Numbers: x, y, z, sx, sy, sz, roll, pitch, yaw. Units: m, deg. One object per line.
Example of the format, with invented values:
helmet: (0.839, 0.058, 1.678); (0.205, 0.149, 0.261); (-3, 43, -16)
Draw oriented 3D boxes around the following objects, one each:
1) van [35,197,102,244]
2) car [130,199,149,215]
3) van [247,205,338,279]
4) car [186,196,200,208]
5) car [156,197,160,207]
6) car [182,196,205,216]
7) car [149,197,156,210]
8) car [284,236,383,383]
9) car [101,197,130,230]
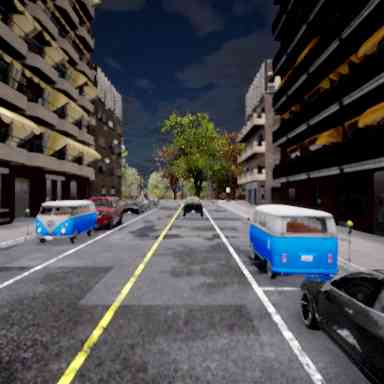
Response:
van: (-5.675, 1.296, 15.321); (1.690, 1.788, 3.998); (1, 0, 0)
car: (-5.677, 1.475, 32.307); (1.947, 1.339, 4.313); (1, 0, 0)
van: (2.691, 1.313, 9.621); (1.690, 1.788, 3.998); (1, 0, 0)
car: (0.103, 1.353, 46.276); (1.882, 1.535, 5.008); (0, 0, 0)
car: (-5.769, 1.418, 49.288); (2.008, 1.369, 4.403); (1, 0, 0)
car: (0.102, 1.419, 31.174); (1.837, 1.490, 4.892); (0, 1, 0)
car: (-5.677, 1.446, 37.969); (2.008, 1.369, 4.403); (1, 0, 0)
car: (2.709, 1.554, 3.960); (1.947, 1.339, 4.313); (1, 0, 0)
car: (-5.674, 1.254, 20.983); (2.192, 1.841, 5.009); (1, 0, 0)
